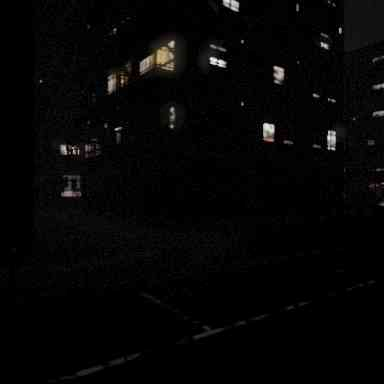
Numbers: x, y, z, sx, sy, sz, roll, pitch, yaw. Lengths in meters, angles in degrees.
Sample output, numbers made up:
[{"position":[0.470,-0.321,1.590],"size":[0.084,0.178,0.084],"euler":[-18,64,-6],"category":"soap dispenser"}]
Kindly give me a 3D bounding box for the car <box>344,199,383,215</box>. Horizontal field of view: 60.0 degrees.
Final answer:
[{"position":[15.453,1.365,30.786],"size":[2.008,1.369,4.403],"euler":[1,0,-36],"category":"car"}]

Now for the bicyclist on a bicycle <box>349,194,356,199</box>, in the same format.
[{"position":[20.692,1.043,42.810],"size":[1.656,1.620,0.582],"euler":[0,1,-36],"category":"bicyclist on a bicycle"}]
